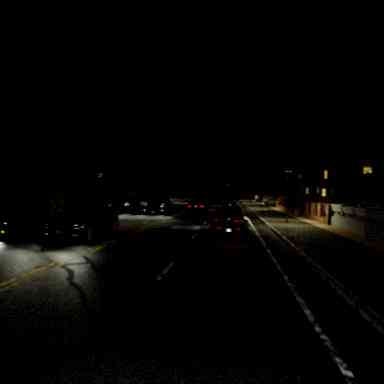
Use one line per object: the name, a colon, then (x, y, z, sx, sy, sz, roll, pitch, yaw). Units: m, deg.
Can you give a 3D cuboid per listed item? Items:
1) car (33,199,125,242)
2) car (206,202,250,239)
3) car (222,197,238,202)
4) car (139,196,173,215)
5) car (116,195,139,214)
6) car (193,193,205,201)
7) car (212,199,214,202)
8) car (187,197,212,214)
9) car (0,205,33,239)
car: (-4.987, 1.301, 15.634, 1.882, 1.535, 5.008, 1, 0, 7)
car: (1.968, 1.494, 17.569, 1.837, 1.490, 4.892, 1, 0, 7)
car: (5.336, 1.501, 46.660, 1.837, 1.490, 4.892, 1, 0, 7)
car: (-3.138, 1.179, 31.349, 2.097, 1.767, 4.553, 1, 0, 7)
car: (-6.366, 1.098, 31.720, 2.097, 1.767, 4.553, 1, 0, 7)
car: (1.469, 1.071, 70.621, 2.128, 1.511, 4.902, 1, 0, 7)
car: (2.145, 1.441, 47.886, 1.812, 1.442, 4.674, 1, 0, 7)
car: (0.665, 1.459, 34.959, 2.033, 1.411, 5.357, 1, 0, 7)
car: (-8.265, 1.307, 15.696, 1.994, 1.385, 4.181, 1, 0, 5)
